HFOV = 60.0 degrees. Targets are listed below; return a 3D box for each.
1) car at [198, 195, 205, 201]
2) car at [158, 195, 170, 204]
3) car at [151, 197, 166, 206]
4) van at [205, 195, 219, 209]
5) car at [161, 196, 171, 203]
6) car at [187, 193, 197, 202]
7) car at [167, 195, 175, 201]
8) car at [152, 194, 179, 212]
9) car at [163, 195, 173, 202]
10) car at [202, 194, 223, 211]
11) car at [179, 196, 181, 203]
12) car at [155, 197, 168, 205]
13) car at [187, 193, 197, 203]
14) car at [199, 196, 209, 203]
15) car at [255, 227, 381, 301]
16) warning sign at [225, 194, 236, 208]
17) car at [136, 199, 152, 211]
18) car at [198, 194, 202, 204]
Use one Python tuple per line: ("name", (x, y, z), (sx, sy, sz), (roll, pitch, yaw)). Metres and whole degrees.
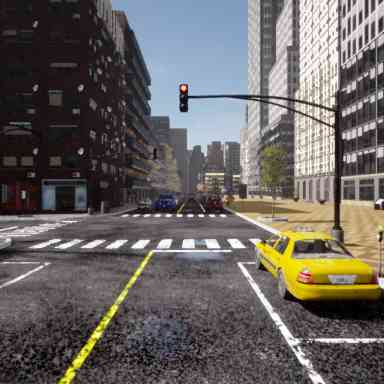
("car", (2.649, 1.627, 90.402), (1.752, 1.417, 4.829), (0, 0, 0))
("car", (-5.723, 1.498, 68.122), (1.967, 1.590, 4.097), (0, 0, 0))
("car", (-5.717, 1.589, 57.069), (2.008, 1.369, 4.403), (0, 0, 0))
("van", (2.666, 1.365, 46.019), (1.690, 1.788, 3.998), (0, 0, 0))
("car", (-5.724, 1.650, 73.649), (1.802, 1.307, 4.206), (0, 0, 0))
("car", (-0.032, 1.218, 79.716), (2.150, 2.045, 5.566), (0, 0, 0))
("car", (-5.731, 1.626, 90.059), (1.752, 1.417, 4.829), (0, 0, 0))
("car", (-3.121, 1.239, 40.095), (2.150, 2.045, 5.566), (0, 0, 0))
("car", (-5.727, 1.518, 79.176), (1.967, 1.590, 4.097), (0, 0, 0))
("car", (2.669, 1.333, 40.493), (2.192, 1.841, 5.009), (0, 0, 0))
("car", (-3.112, 1.557, 51.461), (1.812, 1.442, 4.674), (0, 0, 0))
("car", (-5.720, 1.593, 62.595), (1.887, 1.381, 4.507), (0, 0, 0))
("car", (-0.029, 1.565, 69.268), (1.837, 1.490, 4.892), (0, 0, 0))
("car", (2.656, 1.612, 73.652), (1.887, 1.381, 4.507), (0, 0, 0))
("car", (2.683, 1.526, 8.250), (1.752, 1.417, 4.829), (0, 0, 0))
("warning sign", (5.054, 1.136, 43.750), (1.300, 1.860, 1.060), (0, 0, 0))
("car", (-5.710, 1.568, 40.489), (2.008, 1.369, 4.403), (0, 0, 0))
("car", (2.659, 1.363, 62.598), (2.192, 1.841, 5.009), (0, 0, 0))
